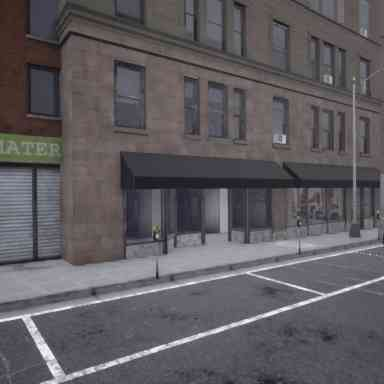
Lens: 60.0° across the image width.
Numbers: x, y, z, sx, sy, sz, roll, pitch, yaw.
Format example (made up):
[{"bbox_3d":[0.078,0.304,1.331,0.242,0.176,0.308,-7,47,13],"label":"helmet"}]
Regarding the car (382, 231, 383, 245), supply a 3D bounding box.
[{"bbox_3d":[9.281,1.539,13.197,4.507,1.381,1.887,0,-1,-36],"label":"car"}]
